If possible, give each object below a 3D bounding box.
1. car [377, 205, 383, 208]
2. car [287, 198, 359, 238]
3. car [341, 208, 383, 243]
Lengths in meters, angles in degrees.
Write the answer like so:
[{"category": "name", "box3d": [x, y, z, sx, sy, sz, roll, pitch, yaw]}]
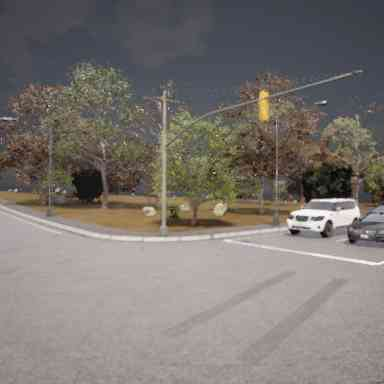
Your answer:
[{"category": "car", "box3d": [15.287, 1.757, 25.874, 5.008, 1.535, 1.882, 1, -1, -42]}, {"category": "car", "box3d": [7.834, 1.407, 19.392, 5.566, 2.045, 2.150, 1, -1, -41]}, {"category": "car", "box3d": [9.276, 1.696, 16.025, 4.674, 1.442, 1.812, 1, -1, -40]}]
